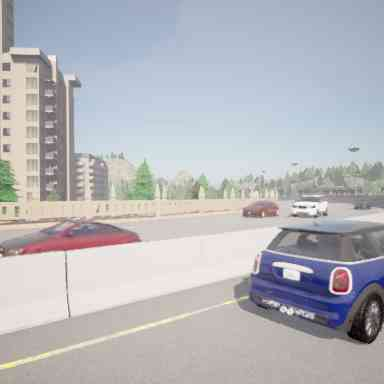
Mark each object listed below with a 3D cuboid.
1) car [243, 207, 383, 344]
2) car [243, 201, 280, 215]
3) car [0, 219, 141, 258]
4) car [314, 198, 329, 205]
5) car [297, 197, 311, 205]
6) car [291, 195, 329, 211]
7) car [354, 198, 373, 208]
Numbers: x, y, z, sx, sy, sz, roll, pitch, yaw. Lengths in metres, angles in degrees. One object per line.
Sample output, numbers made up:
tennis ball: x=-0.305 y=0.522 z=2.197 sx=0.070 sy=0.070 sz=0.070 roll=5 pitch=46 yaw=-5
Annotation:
car: x=3.263 y=1.355 z=6.692 sx=4.553 sy=1.767 sz=2.097 roll=0 pitch=0 yaw=-39
car: x=6.431 y=1.544 z=30.494 sx=1.882 sy=1.535 sz=5.008 roll=0 pitch=0 yaw=37
car: x=-3.643 y=1.567 z=10.308 sx=4.181 sy=1.385 sz=1.994 roll=0 pitch=0 yaw=-39
car: x=26.533 y=1.867 z=68.428 sx=1.895 sy=1.301 sz=4.718 roll=0 pitch=0 yaw=9
car: x=22.900 y=1.825 z=68.057 sx=2.033 sy=1.411 sz=5.357 roll=0 pitch=0 yaw=12
car: x=11.031 y=1.292 z=30.774 sx=2.150 sy=2.045 sz=5.566 roll=0 pitch=0 yaw=35
car: x=22.662 y=1.637 z=44.139 sx=1.837 sy=1.490 sz=4.892 roll=0 pitch=0 yaw=24
